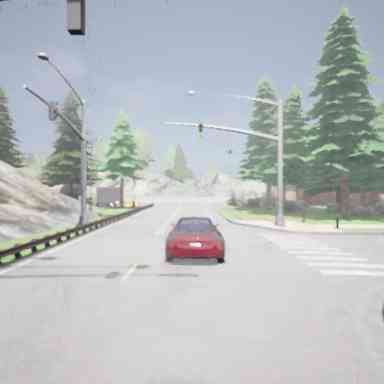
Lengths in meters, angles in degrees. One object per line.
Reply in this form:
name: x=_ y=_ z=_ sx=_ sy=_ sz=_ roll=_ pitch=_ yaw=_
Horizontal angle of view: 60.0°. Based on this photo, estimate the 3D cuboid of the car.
car: x=0.108 y=1.600 z=12.334 sx=1.994 sy=1.385 sz=4.181 roll=1 pitch=0 yaw=0
